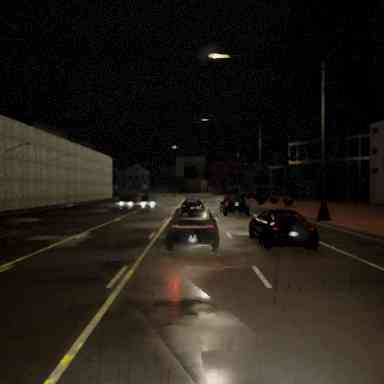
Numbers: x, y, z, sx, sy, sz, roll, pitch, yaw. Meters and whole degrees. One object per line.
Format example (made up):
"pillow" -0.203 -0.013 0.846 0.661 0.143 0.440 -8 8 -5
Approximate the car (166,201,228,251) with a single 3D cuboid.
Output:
"car" 0.042 1.326 13.283 2.128 1.511 4.902 0 1 1

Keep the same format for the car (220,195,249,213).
"car" 3.542 1.002 28.200 2.097 1.767 4.553 0 1 1

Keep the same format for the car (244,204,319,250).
"car" 3.545 1.396 13.515 1.994 1.385 4.181 0 1 0

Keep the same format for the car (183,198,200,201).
"car" 0.045 1.211 28.519 1.994 1.385 4.181 0 1 1

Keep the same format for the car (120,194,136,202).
"car" -10.536 0.925 54.648 1.895 1.301 4.718 0 1 1

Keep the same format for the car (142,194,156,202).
"car" -7.036 0.925 54.646 1.895 1.301 4.718 0 1 1
